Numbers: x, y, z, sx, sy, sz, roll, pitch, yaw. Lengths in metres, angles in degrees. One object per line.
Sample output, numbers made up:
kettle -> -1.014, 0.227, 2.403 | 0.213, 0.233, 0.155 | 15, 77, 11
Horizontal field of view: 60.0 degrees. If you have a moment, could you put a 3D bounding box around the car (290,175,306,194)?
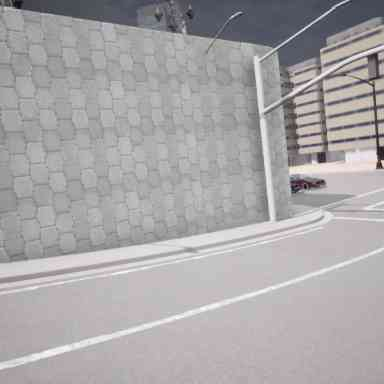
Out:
car -> 6.906, -0.375, 28.453 | 1.895, 1.301, 4.718 | -10, 6, -35

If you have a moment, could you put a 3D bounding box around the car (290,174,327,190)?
car -> 9.541, -0.945, 30.712 | 2.033, 1.411, 5.357 | -10, 6, -35
